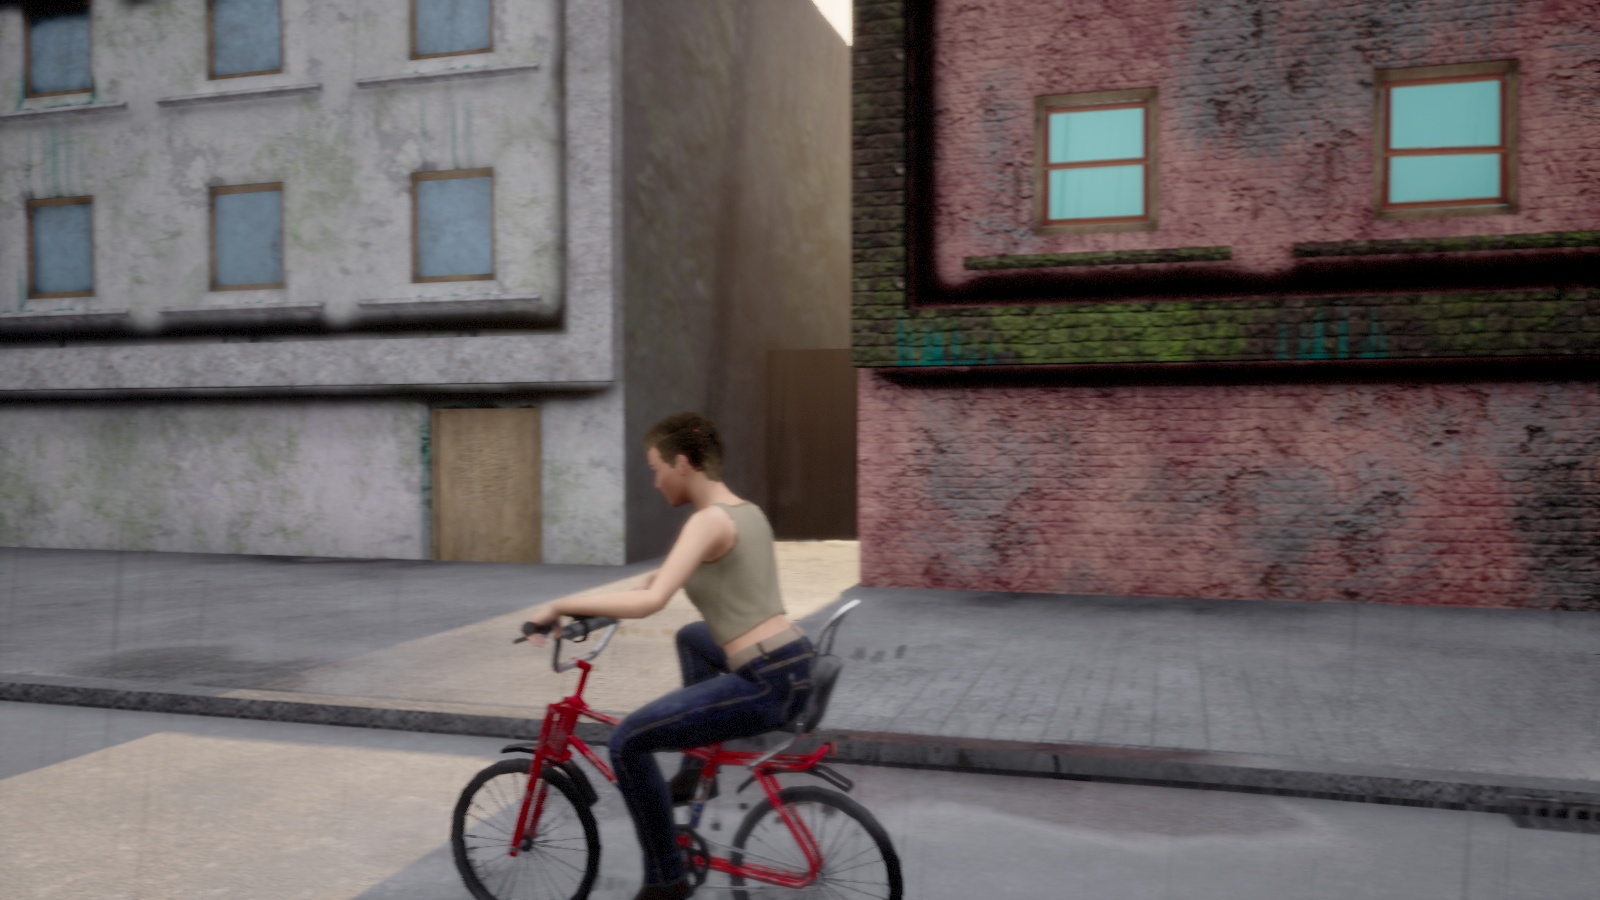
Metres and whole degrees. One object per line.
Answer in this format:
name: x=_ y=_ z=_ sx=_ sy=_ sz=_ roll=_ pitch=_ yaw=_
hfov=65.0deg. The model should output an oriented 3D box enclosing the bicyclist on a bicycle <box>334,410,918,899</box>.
bicyclist on a bicycle: x=-0.487 y=0.690 z=3.791 sx=1.509 sy=1.612 sz=0.866 roll=1 pitch=1 yaw=19
